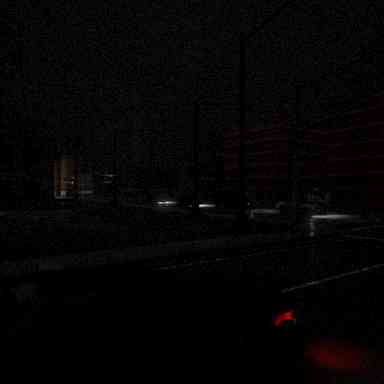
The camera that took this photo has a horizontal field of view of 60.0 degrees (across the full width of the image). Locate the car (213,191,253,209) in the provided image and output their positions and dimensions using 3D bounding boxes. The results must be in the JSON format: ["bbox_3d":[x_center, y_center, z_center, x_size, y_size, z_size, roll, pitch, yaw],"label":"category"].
[{"bbox_3d":[4.935,0.942,40.723,2.150,2.045,5.566,0,1,-35],"label":"car"}]

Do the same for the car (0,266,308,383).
[{"bbox_3d":[-1.160,1.547,3.165,5.357,1.411,2.033,0,0,-36],"label":"car"}]

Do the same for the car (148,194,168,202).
[{"bbox_3d":[-5.832,0.948,56.465,1.994,1.385,4.181,0,1,-34],"label":"car"}]

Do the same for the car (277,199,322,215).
[{"bbox_3d":[10.446,1.386,32.665,1.812,1.442,4.674,0,1,-34],"label":"car"}]

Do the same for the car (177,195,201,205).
[{"bbox_3d":[-0.460,1.117,48.600,1.994,1.385,4.181,0,1,-34],"label":"car"}]
